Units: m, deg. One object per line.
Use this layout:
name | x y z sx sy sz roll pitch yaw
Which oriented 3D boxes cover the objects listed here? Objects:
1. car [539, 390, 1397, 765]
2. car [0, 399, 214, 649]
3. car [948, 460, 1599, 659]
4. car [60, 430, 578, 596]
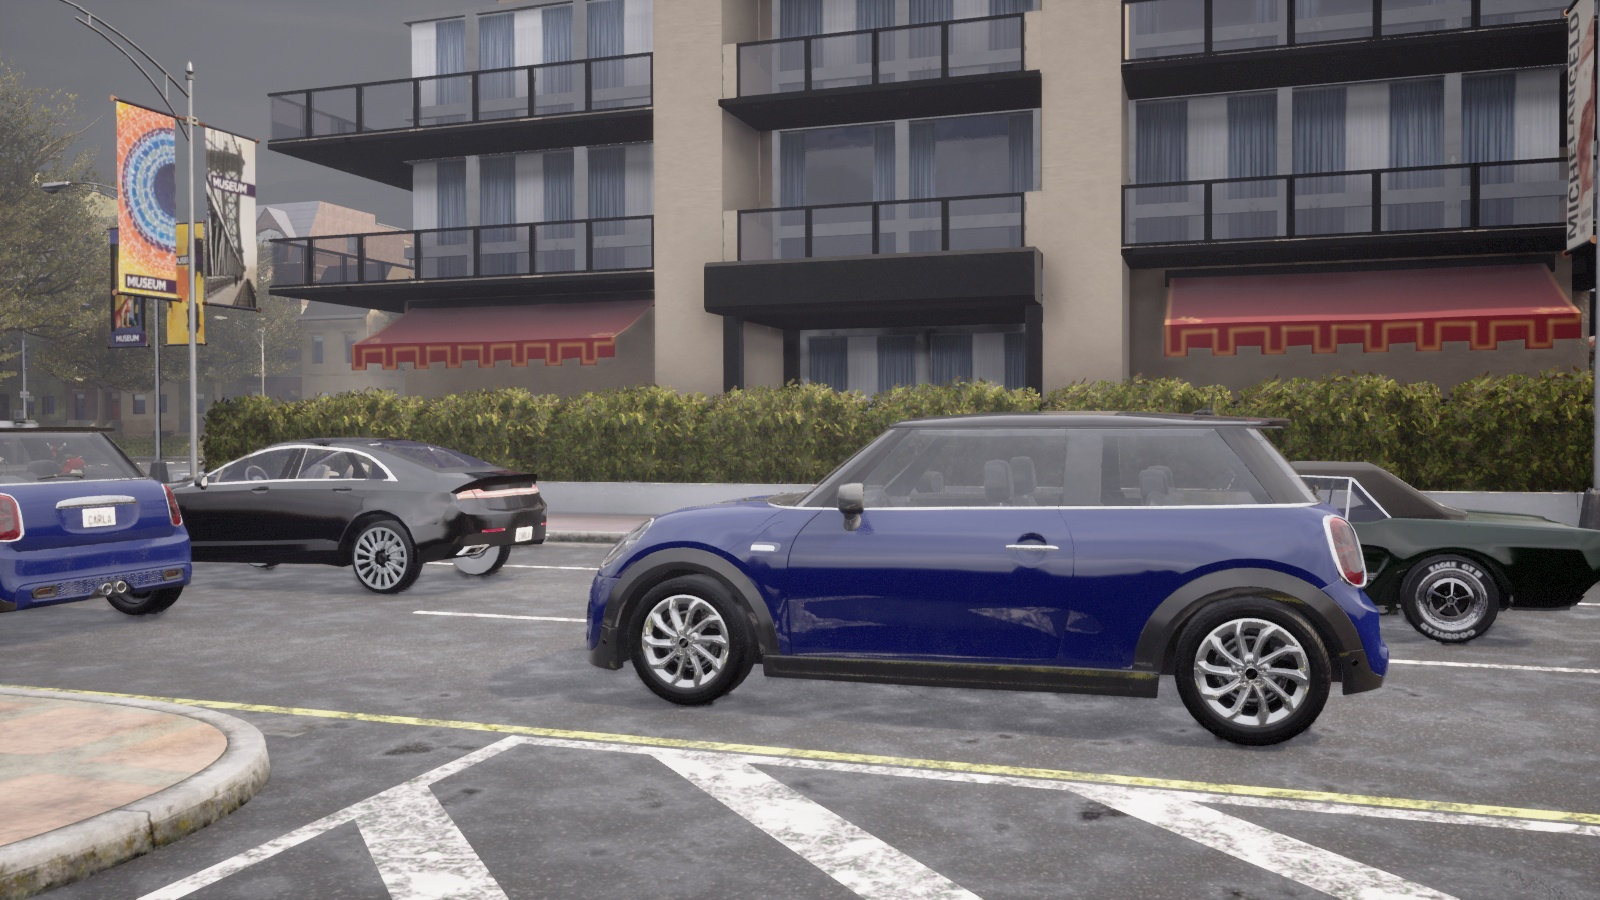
car | 0.966 0.567 7.615 4.553 1.767 2.097 1 1 18
car | -7.503 0.489 10.465 4.553 1.767 2.097 1 1 19
car | 3.746 0.775 10.374 4.718 1.301 1.895 1 1 19
car | -5.065 0.550 13.338 4.902 1.511 2.128 1 1 19
